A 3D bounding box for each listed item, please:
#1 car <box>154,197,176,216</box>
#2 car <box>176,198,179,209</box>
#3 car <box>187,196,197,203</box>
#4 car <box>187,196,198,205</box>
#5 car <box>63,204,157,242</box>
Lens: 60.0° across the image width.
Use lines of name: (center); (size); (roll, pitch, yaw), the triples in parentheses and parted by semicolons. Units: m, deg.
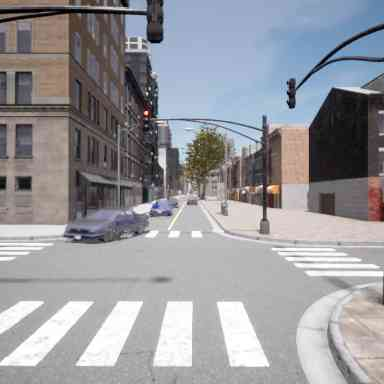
car: (-2.877, 1.541, 32.205); (1.812, 1.442, 4.674); (0, 0, 0)
car: (-2.878, 1.530, 46.888); (1.837, 1.490, 4.892); (0, 0, 0)
car: (0.040, 1.611, 69.268); (1.994, 1.385, 4.181); (0, 0, 0)
car: (0.044, 1.583, 58.986); (2.033, 1.411, 5.357); (0, 0, 1)
car: (-3.997, 1.556, 16.760); (2.033, 1.411, 5.357); (0, 0, 20)
